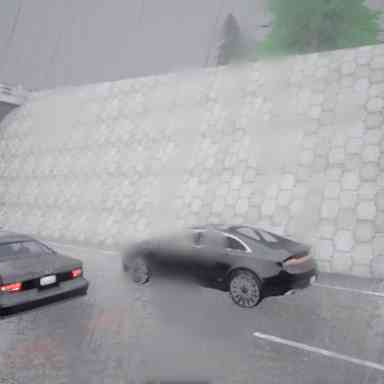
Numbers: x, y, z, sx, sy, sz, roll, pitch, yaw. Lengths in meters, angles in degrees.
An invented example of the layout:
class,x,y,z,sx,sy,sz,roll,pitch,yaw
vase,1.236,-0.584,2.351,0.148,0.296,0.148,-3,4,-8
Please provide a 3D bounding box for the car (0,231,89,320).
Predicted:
class,x,y,z,sx,sy,sz,roll,pitch,yaw
car,-4.524,1.581,7.223,5.357,1.411,2.033,0,0,36

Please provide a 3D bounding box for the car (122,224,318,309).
class,x,y,z,sx,sy,sz,roll,pitch,yaw
car,0.407,1.517,7.971,4.902,1.511,2.128,0,0,36
